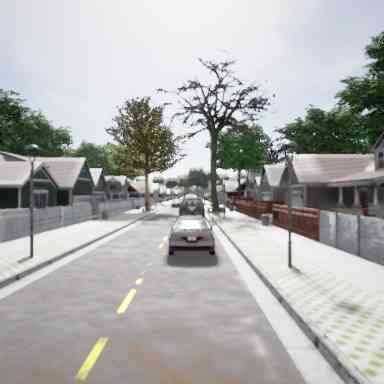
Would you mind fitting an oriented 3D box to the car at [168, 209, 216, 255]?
[{"bbox_3d":[-0.003,1.681,13.985,2.033,1.411,5.357,0,-1,0],"label":"car"}]

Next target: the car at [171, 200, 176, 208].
[{"bbox_3d":[-2.766,2.131,60.742,2.033,1.411,5.357,0,-1,0],"label":"car"}]

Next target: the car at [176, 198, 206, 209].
[{"bbox_3d":[-0.006,1.496,29.004,2.150,2.045,5.566,0,0,0],"label":"car"}]
